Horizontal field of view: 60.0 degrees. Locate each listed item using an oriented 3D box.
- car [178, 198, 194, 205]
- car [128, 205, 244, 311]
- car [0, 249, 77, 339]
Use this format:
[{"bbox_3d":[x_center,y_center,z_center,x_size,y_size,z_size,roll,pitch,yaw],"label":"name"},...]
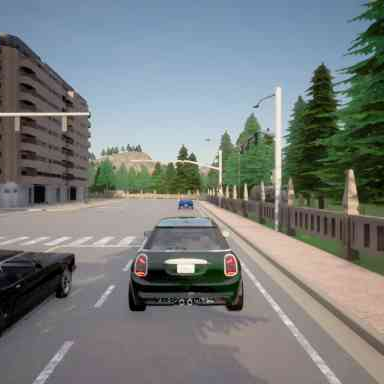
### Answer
[{"bbox_3d":[-0.822,1.478,44.292,1.882,1.535,5.008,0,0,-1],"label":"car"},{"bbox_3d":[-0.118,1.352,7.911,2.097,1.767,4.553,0,0,0],"label":"car"},{"bbox_3d":[-3.537,1.601,5.544,1.895,1.301,4.718,0,0,-1],"label":"car"}]
